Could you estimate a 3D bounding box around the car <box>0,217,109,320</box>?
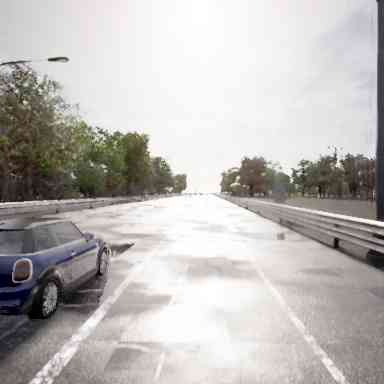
[{"bbox_3d":[-3.446,1.351,7.516,2.097,1.767,4.553,0,0,3],"label":"car"}]
